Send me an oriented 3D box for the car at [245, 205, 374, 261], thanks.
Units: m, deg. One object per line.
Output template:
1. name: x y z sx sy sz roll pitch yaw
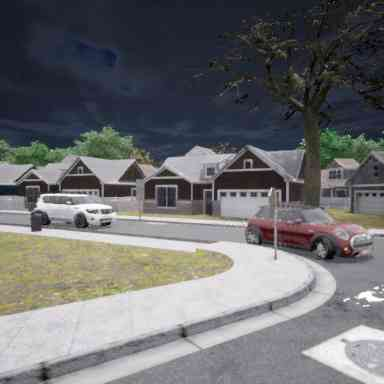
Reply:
1. car: 4.184 1.311 12.383 2.097 1.767 4.553 0 0 -37

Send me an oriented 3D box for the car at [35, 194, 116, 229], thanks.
1. car: -7.399 1.126 20.859 5.566 2.045 2.150 0 0 29
